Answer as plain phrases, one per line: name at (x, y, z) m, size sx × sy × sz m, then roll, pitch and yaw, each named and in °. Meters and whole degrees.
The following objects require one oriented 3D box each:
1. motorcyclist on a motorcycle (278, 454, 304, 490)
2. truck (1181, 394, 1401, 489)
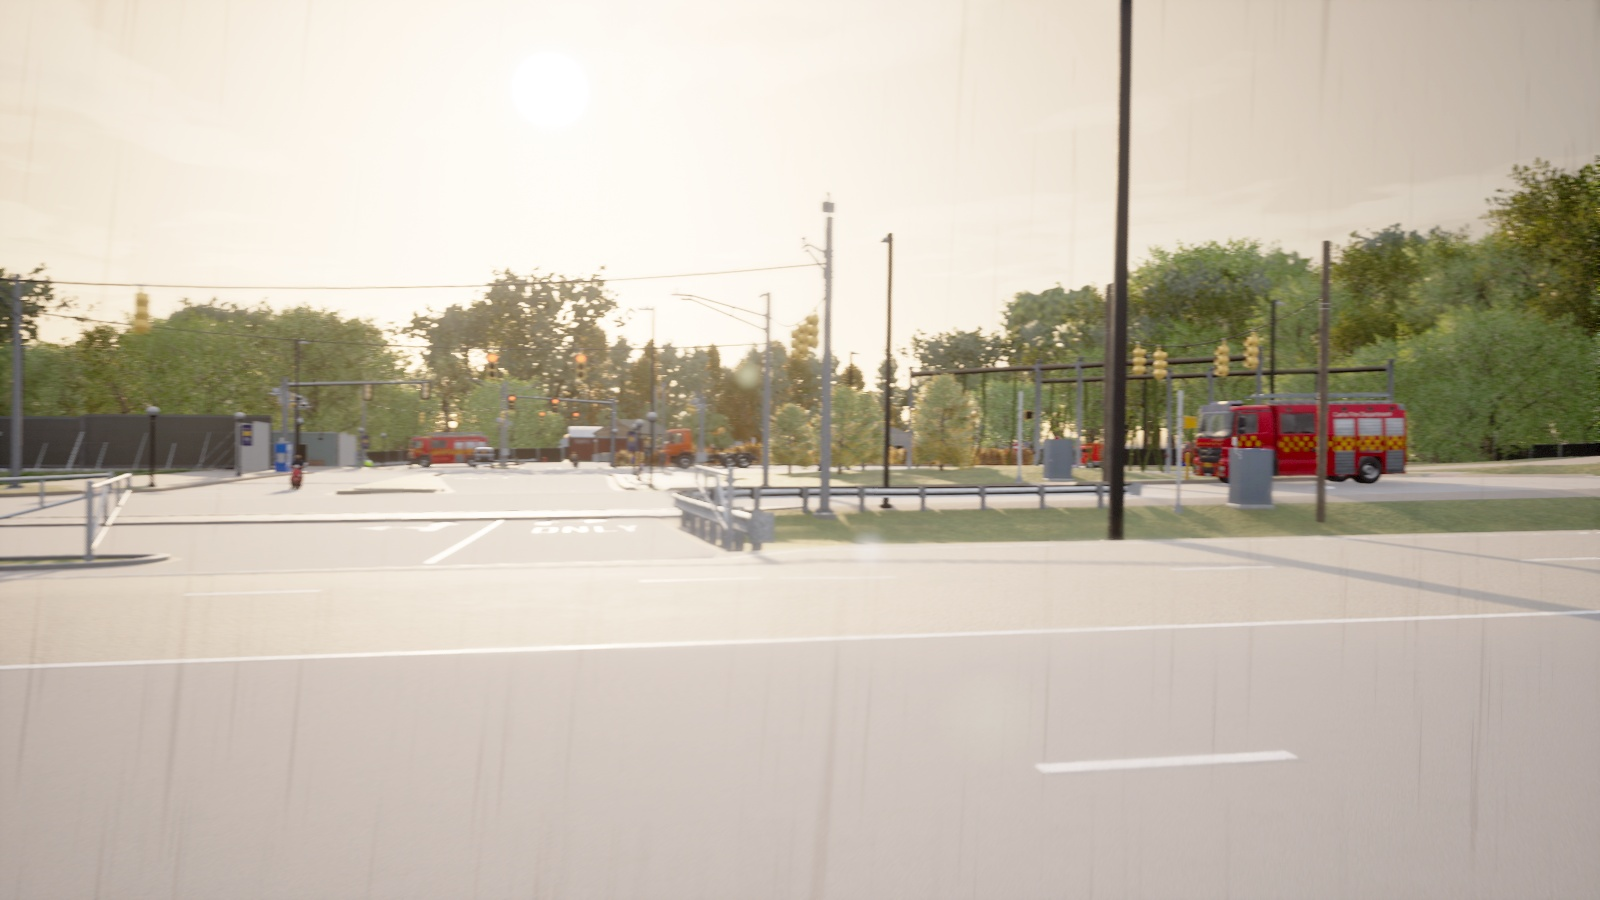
motorcyclist on a motorcycle at (-22.993, 0.999, 56.771) m, size 0.866 × 1.590 × 1.817 m, roll 0°, pitch 0°, yaw -15°
truck at (20.910, -0.411, 53.595) m, size 8.468 × 3.827 × 2.891 m, roll -1°, pitch 1°, yaw -11°
